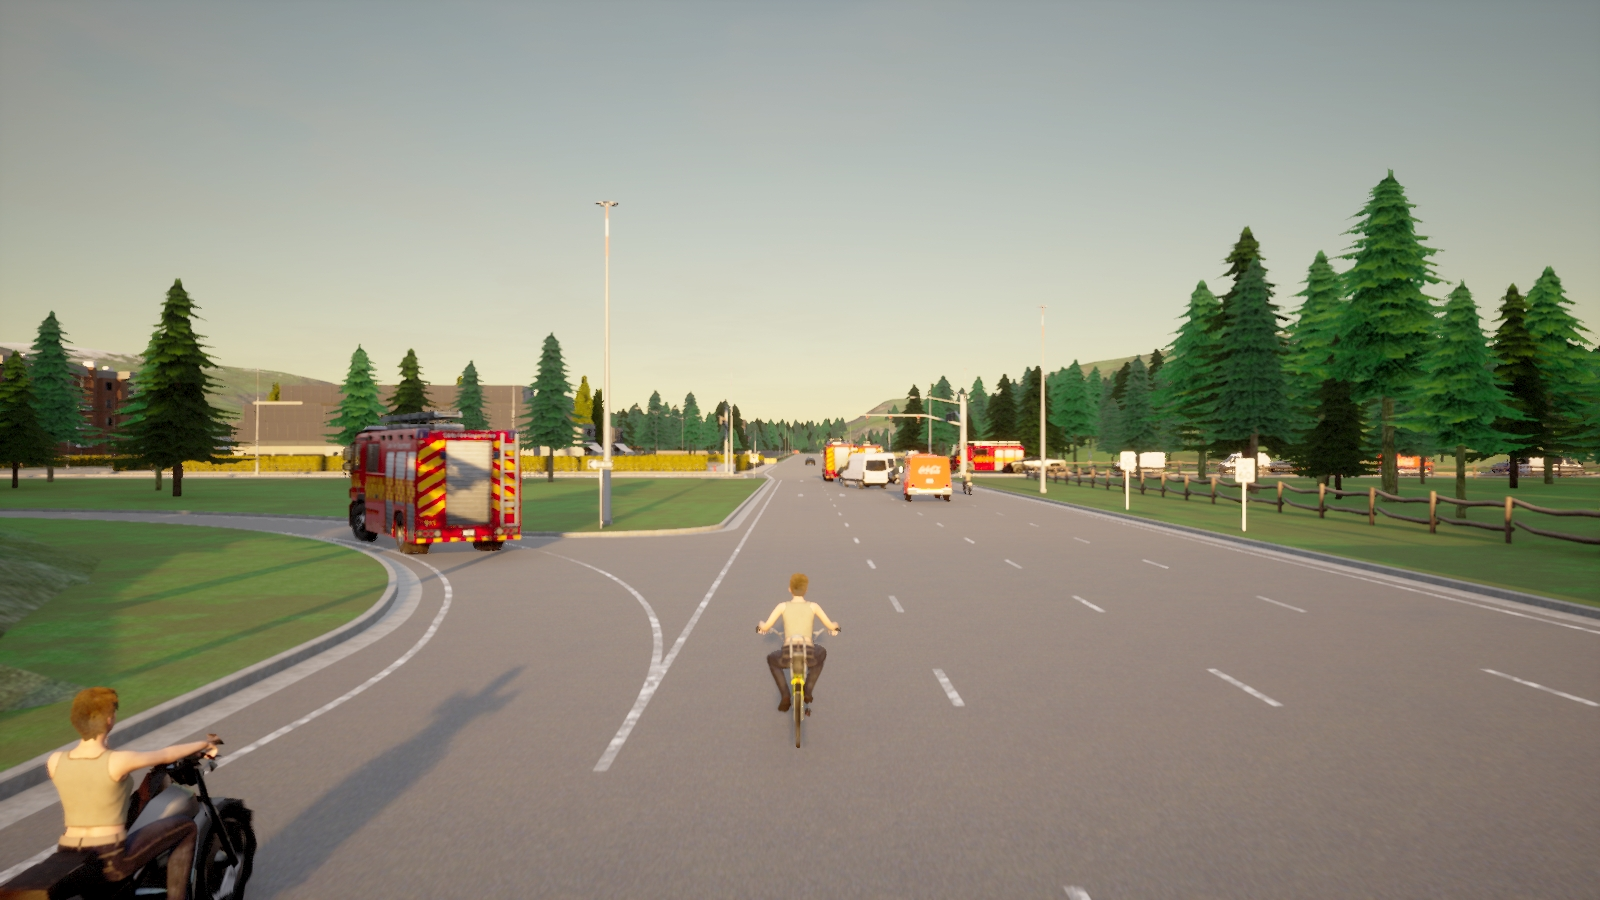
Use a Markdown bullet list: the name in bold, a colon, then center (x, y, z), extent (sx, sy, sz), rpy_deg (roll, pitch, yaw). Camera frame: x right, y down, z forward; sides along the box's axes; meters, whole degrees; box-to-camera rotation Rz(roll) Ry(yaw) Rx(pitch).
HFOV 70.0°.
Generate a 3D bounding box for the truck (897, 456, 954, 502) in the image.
- **truck**: center (6.997, 1.569, 64.122), extent (2.627, 2.467, 5.204), rpy_deg (0, 0, 0)

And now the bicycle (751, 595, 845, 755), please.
- **bicycle**: center (-0.015, 2.158, 11.216), extent (0.859, 1.276, 1.487), rpy_deg (0, 0, 0)

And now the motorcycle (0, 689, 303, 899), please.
- **motorcycle**: center (-3.502, 2.155, 6.012), extent (0.764, 1.307, 2.356), rpy_deg (0, 0, -1)

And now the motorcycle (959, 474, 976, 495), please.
- **motorcycle**: center (10.504, 2.157, 71.770), extent (0.764, 1.307, 2.356), rpy_deg (0, 0, 0)

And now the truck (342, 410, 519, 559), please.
- **truck**: center (-11.088, 0.891, 33.586), extent (2.891, 3.827, 8.468), rpy_deg (0, 0, -33)
